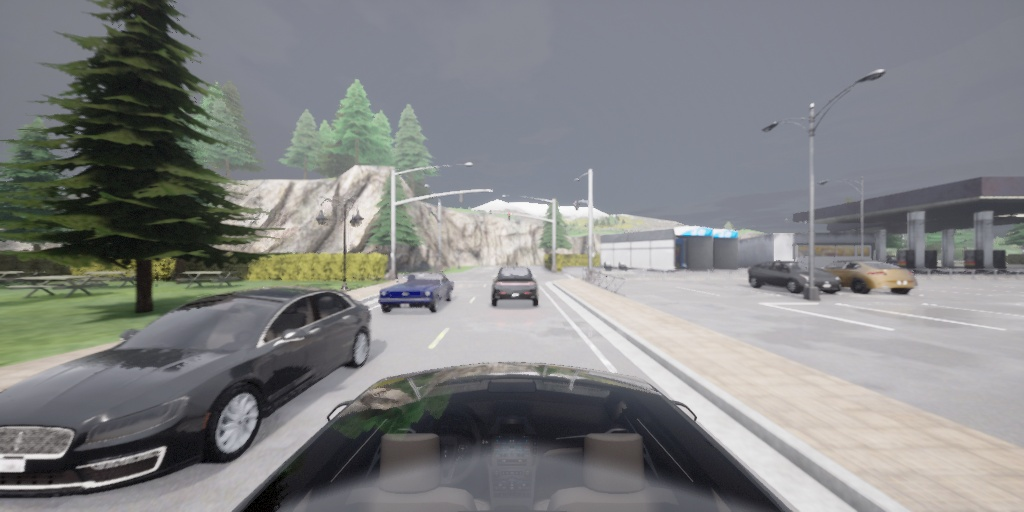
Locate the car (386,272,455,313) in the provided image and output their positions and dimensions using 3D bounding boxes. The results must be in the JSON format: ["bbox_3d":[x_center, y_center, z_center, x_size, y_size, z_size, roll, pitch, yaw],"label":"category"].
[{"bbox_3d":[-3.499,1.309,13.944,1.895,1.301,4.718,0,0,0],"label":"car"}]

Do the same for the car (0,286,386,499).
[{"bbox_3d":[-3.592,1.244,5.005,1.837,1.490,4.892,0,0,0],"label":"car"}]

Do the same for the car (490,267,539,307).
[{"bbox_3d":[0.105,1.195,15.291,2.128,1.511,4.902,0,0,0],"label":"car"}]
